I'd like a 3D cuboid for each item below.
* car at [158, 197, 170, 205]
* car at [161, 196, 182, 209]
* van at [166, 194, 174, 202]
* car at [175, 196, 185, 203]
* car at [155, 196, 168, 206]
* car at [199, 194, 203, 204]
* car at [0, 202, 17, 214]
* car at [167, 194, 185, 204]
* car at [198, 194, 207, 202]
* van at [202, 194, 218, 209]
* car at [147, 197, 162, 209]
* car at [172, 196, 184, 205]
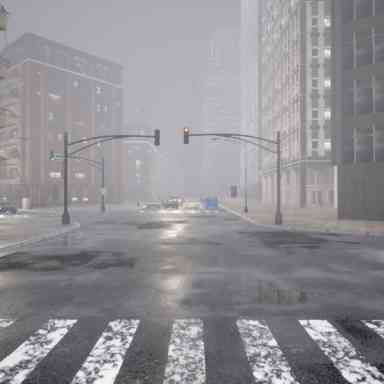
[{"bbox_3d":[-5.185,1.650,62.655,1.947,1.339,4.313,0,0,0],"label":"car"},{"bbox_3d":[-2.737,1.644,45.127,1.895,1.301,4.718,0,0,0],"label":"car"},{"bbox_3d":[-5.150,1.474,79.311,1.690,1.788,3.998,0,0,0],"label":"van"},{"bbox_3d":[-2.599,1.669,73.975,1.994,1.385,4.181,0,0,0],"label":"car"},{"bbox_3d":[-5.196,1.510,57.103,1.967,1.590,4.097,0,0,0],"label":"car"},{"bbox_3d":[2.707,1.644,68.191,1.887,1.381,4.507,0,0,0],"label":"car"},{"bbox_3d":[-21.071,1.789,36.702,4.718,1.301,1.895,-1,-1,41],"label":"car"},{"bbox_3d":[-2.713,1.415,54.253,2.097,1.767,4.553,0,0,0],"label":"car"},{"bbox_3d":[2.739,1.467,84.850,2.192,1.841,5.009,0,0,0],"label":"car"},{"bbox_3d":[2.663,1.386,45.982,1.690,1.788,3.998,0,0,0],"label":"van"},{"bbox_3d":[-5.219,1.570,45.828,1.752,1.417,4.829,0,0,0],"label":"car"},{"bbox_3d":[-2.666,1.580,64.093,2.128,1.511,4.902,0,0,1],"label":"car"}]
